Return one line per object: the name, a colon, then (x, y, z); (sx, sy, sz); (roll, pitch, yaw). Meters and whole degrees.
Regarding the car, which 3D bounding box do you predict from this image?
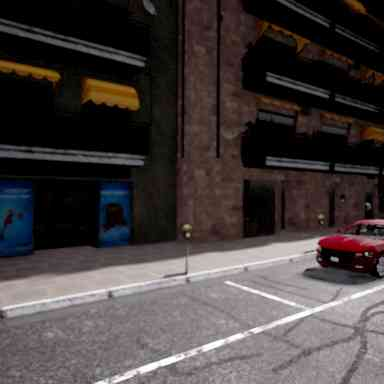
car: (5.602, 1.528, 10.090); (4.507, 1.381, 1.887); (0, 1, -36)
